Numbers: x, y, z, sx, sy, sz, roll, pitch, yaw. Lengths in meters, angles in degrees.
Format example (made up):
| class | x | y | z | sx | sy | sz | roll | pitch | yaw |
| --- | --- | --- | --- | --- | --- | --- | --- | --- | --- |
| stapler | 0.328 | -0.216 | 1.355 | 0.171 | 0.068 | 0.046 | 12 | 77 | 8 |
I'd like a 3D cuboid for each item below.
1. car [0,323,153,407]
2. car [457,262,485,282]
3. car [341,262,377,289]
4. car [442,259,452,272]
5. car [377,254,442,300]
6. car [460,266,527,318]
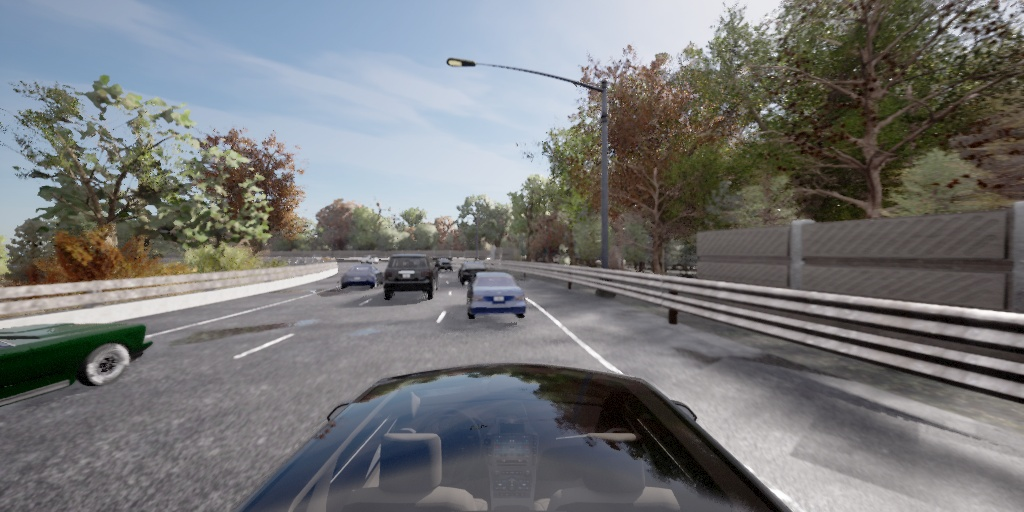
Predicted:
| class | x | y | z | sx | sy | sz | roll | pitch | yaw |
| --- | --- | --- | --- | --- | --- | --- | --- | --- | --- |
| car | -7.057 | 1.364 | 3.967 | 1.895 | 1.301 | 4.718 | 0 | 0 | -2 |
| car | -2.766 | 1.149 | 25.265 | 1.882 | 1.535 | 5.008 | 0 | 0 | -12 |
| car | -9.384 | 1.265 | 22.765 | 1.994 | 1.385 | 4.181 | 0 | 0 | -12 |
| car | -8.512 | 1.127 | 43.411 | 1.837 | 1.490 | 4.892 | 0 | 0 | -22 |
| car | -4.856 | 0.927 | 17.803 | 2.150 | 2.045 | 5.566 | 0 | 0 | -9 |
| car | -0.672 | 1.259 | 12.756 | 2.033 | 1.411 | 5.357 | 0 | 0 | -7 |
